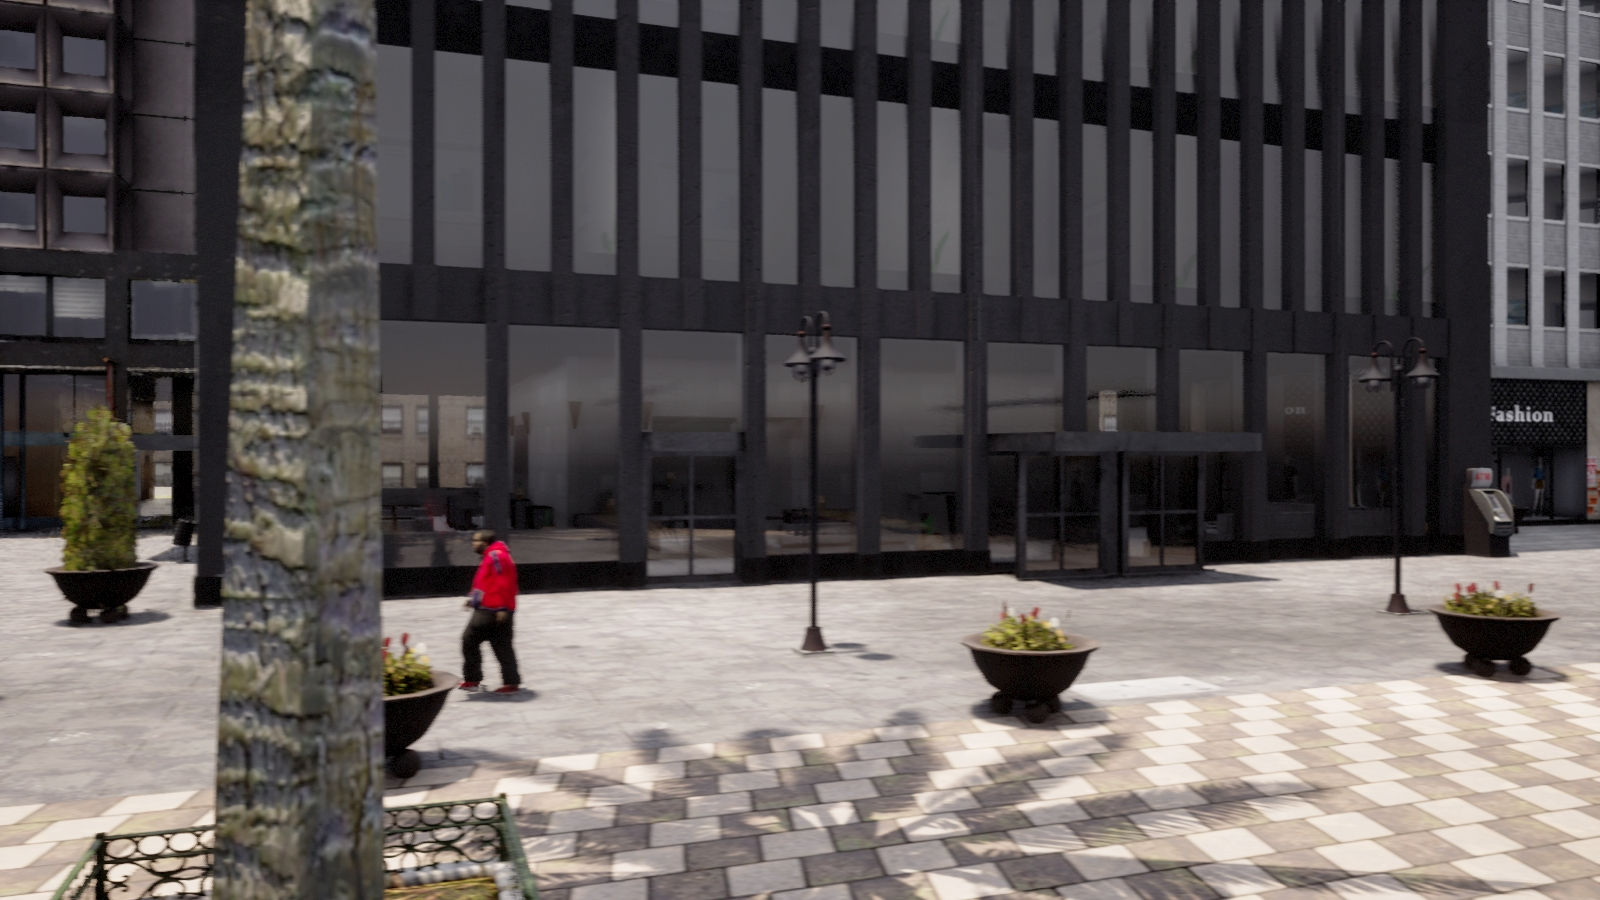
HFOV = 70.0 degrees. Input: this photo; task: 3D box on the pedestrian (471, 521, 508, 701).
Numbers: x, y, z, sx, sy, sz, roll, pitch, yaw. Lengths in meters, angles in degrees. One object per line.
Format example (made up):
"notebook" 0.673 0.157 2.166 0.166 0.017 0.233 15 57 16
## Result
"pedestrian" -3.317 1.704 12.218 0.375 1.860 0.375 0 0 -15
